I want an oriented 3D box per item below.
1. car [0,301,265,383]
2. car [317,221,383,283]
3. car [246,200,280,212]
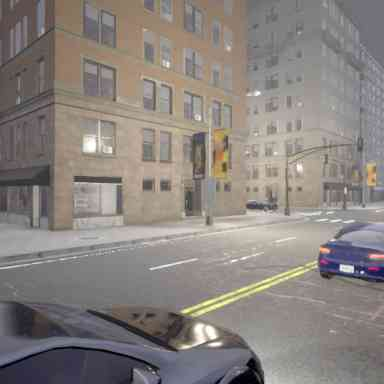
[{"bbox_3d":[-1.197,1.564,2.396,1.994,1.385,4.181,0,0,43],"label":"car"},{"bbox_3d":[4.992,1.528,9.032,1.812,1.442,4.674,0,0,43],"label":"car"},{"bbox_3d":[7.732,1.591,38.799,4.718,1.301,1.895,0,0,43],"label":"car"}]
